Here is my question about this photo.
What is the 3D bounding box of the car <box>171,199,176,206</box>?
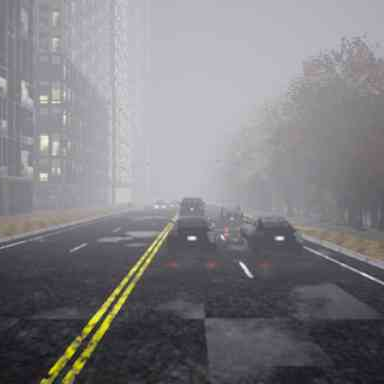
[{"bbox_3d":[-3.514,2.172,71.121,2.033,1.411,5.357,0,0,-1],"label":"car"}]

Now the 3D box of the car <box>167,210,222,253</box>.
[{"bbox_3d":[0.005,1.700,14.323,1.994,1.385,4.181,0,0,0],"label":"car"}]

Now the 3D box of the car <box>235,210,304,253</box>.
[{"bbox_3d":[3.253,1.700,14.283,1.994,1.385,4.181,0,0,0],"label":"car"}]

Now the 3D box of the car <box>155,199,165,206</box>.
[{"bbox_3d":[-6.763,2.226,70.988,1.895,1.301,4.718,0,0,-1],"label":"car"}]

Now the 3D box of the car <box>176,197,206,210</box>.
[{"bbox_3d":[0.003,1.488,29.032,2.150,2.045,5.566,0,0,0],"label":"car"}]

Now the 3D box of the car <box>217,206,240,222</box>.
[{"bbox_3d":[3.253,1.873,29.105,1.895,1.301,4.718,0,0,0],"label":"car"}]
